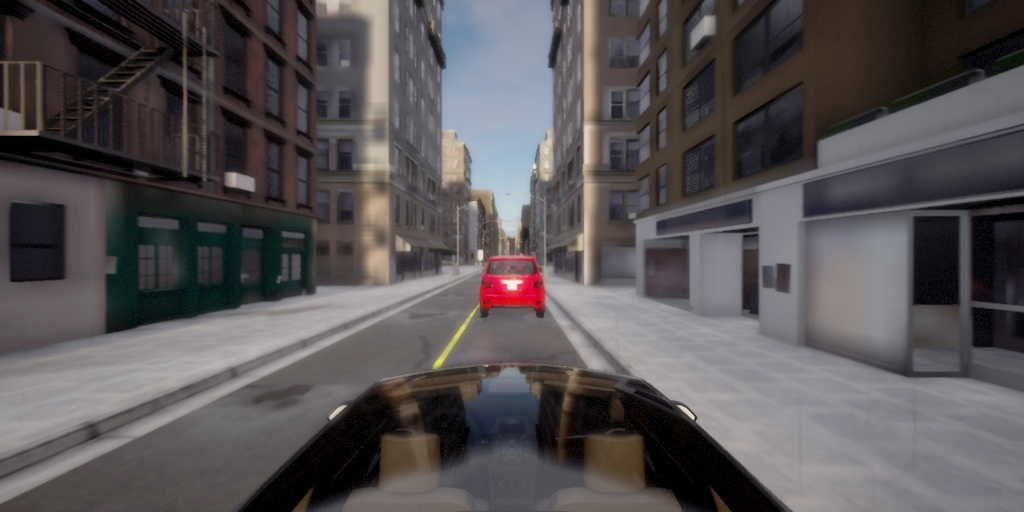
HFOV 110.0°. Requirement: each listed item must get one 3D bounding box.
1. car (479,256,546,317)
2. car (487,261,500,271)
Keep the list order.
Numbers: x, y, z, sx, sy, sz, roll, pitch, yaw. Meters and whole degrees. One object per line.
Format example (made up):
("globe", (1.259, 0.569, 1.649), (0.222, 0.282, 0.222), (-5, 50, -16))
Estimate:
("car", (0.029, 1.007, 13.460), (2.150, 2.045, 5.566), (0, 0, 0))
("car", (-2.825, 1.442, 55.144), (1.812, 1.442, 4.674), (0, 0, 0))
